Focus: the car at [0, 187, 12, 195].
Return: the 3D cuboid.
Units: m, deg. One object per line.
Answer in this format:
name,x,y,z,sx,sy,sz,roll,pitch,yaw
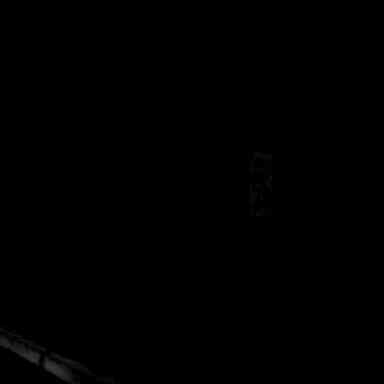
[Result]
car,-36.479,0.054,65.837,2.150,2.045,5.566,-1,2,11
